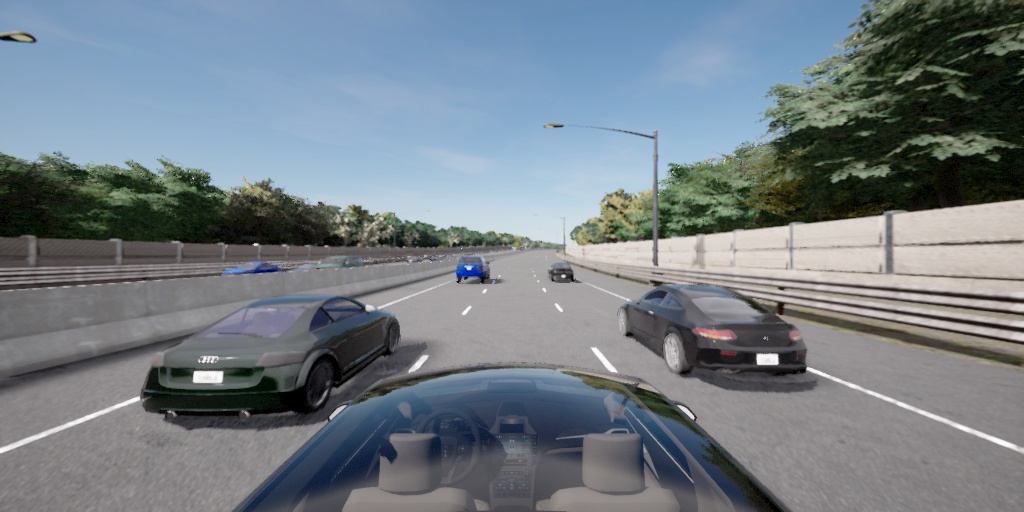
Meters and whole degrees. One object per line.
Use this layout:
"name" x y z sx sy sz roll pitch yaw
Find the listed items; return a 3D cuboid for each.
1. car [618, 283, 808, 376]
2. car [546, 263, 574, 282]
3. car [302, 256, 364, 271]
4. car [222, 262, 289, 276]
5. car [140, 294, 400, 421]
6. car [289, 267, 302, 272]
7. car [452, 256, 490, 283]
"car" 3.622 1.288 7.356 1.812 1.442 4.674 0 0 0
"car" 3.988 1.285 29.778 1.837 1.490 4.892 0 0 1
"car" -13.748 1.005 28.500 2.150 2.045 5.566 0 0 1
"car" -20.737 1.259 28.864 1.882 1.535 5.008 0 0 1
"car" -3.390 1.323 6.025 1.994 1.385 4.181 0 0 0
"car" -17.183 1.319 31.117 2.033 1.411 5.357 0 0 2
"car" -3.042 1.005 28.716 2.150 2.045 5.566 0 0 1
